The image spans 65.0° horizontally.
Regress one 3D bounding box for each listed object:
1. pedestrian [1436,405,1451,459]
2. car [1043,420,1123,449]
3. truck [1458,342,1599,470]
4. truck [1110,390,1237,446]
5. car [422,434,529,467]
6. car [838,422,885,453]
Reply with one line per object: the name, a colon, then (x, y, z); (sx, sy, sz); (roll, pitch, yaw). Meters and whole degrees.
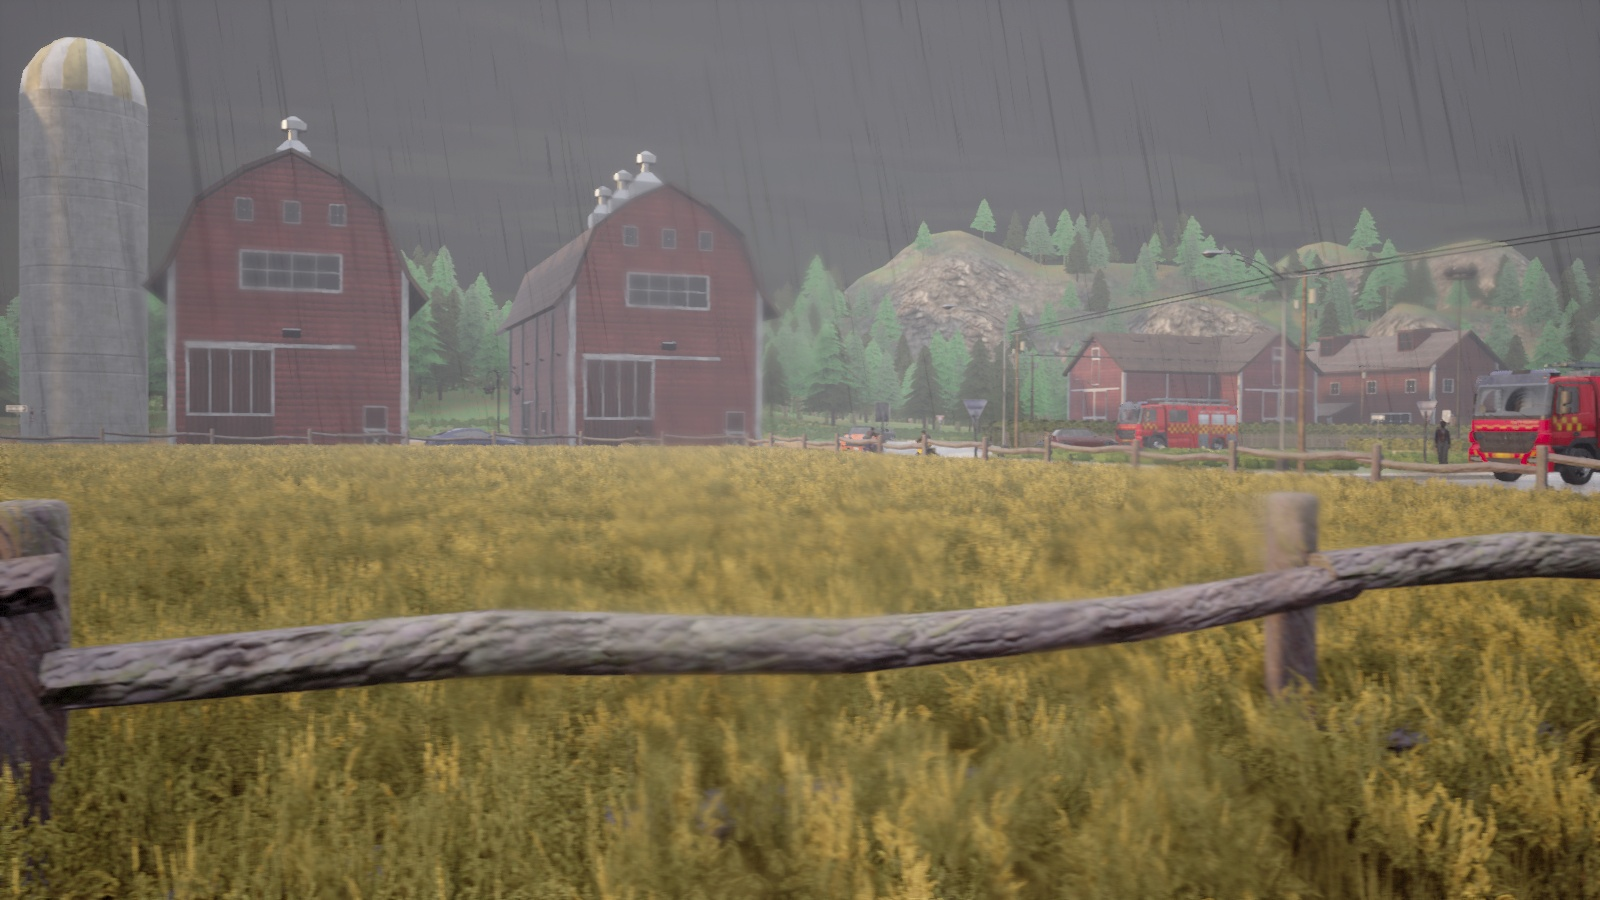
pedestrian: (23.501, -0.658, 45.882); (0.402, 1.930, 0.666); (0, 1, 20)
car: (18.249, -0.997, 81.140); (4.553, 1.767, 2.097); (-1, 1, -9)
truck: (25.633, -1.416, 40.613); (8.468, 3.827, 2.891); (-1, 1, -22)
truck: (26.049, -2.239, 87.635); (8.468, 3.827, 2.891); (-1, 1, -21)
car: (-15.382, 0.011, 59.521); (4.674, 1.442, 1.812); (-1, 1, -24)
car: (3.801, -0.777, 76.578); (2.097, 1.767, 4.553); (-1, 1, 13)
